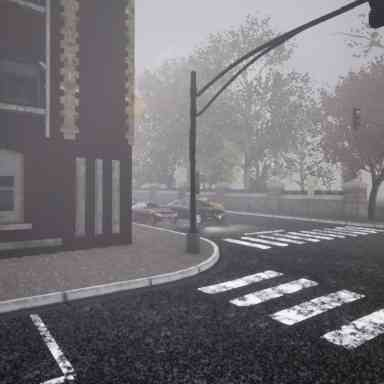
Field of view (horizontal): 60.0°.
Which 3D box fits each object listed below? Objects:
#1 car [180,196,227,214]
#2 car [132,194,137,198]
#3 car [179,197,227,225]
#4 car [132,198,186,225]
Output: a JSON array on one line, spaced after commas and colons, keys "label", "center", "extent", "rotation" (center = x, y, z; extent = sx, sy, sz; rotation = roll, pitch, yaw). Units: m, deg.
[{"label": "car", "center": [0.950, 1.129, 30.551], "extent": [1.752, 1.417, 4.829], "rotation": [1, 0, -36]}, {"label": "car", "center": [-8.681, 0.864, 43.876], "extent": [2.008, 1.369, 4.403], "rotation": [1, 0, -36]}, {"label": "car", "center": [0.165, 1.206, 21.686], "extent": [1.837, 1.490, 4.892], "rotation": [0, 1, -39]}, {"label": "car", "center": [-2.503, 1.257, 21.022], "extent": [1.802, 1.307, 4.206], "rotation": [2, 0, -36]}]
